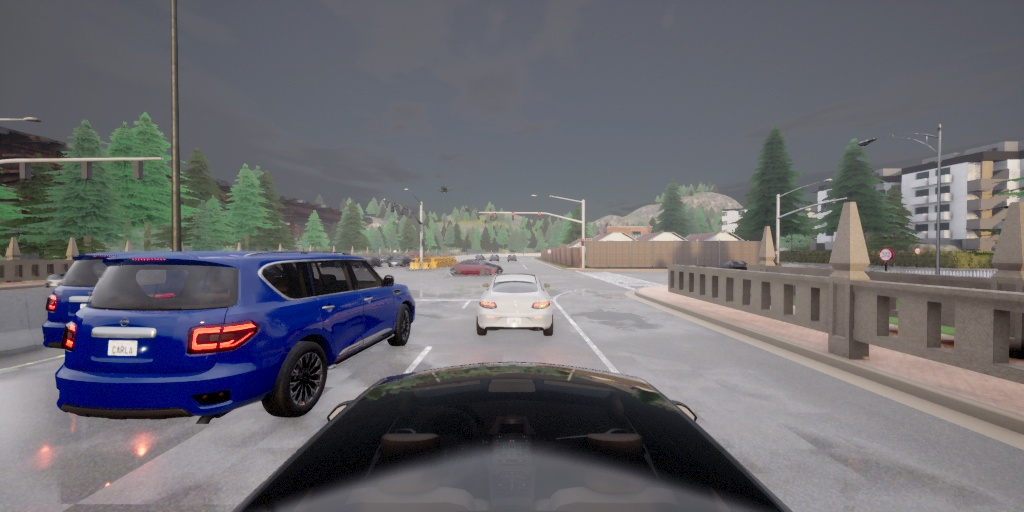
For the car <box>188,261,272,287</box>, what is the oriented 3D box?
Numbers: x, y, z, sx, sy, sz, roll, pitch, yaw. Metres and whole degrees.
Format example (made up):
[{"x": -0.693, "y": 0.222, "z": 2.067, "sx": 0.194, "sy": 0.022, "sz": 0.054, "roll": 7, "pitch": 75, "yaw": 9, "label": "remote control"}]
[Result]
[{"x": -17.622, "y": 1.071, "z": 22.704, "sx": 1.994, "sy": 1.385, "sz": 4.181, "roll": 0, "pitch": 1, "yaw": 0, "label": "car"}]

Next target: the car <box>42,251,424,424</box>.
[{"x": -3.487, "y": 0.934, "z": 6.073, "sx": 2.150, "sy": 2.045, "sz": 5.566, "roll": 0, "pitch": 1, "yaw": 4, "label": "car"}]

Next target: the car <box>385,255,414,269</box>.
[{"x": -14.084, "y": 0.710, "z": 45.097, "sx": 2.128, "sy": 1.511, "sz": 4.902, "roll": 0, "pitch": 1, "yaw": -1, "label": "car"}]

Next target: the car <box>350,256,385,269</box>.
[{"x": -17.644, "y": 0.779, "z": 44.097, "sx": 2.033, "sy": 1.411, "sz": 5.357, "roll": 0, "pitch": 1, "yaw": 0, "label": "car"}]

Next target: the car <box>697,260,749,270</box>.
[{"x": 18.037, "y": 1.014, "z": 29.982, "sx": 4.718, "sy": 1.301, "sz": 1.895, "roll": 0, "pitch": 1, "yaw": 2, "label": "car"}]

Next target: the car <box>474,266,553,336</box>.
[{"x": 0.110, "y": 1.195, "z": 9.993, "sx": 1.812, "sy": 1.442, "sz": 4.674, "roll": 0, "pitch": 1, "yaw": 2, "label": "car"}]

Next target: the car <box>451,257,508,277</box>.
[{"x": -2.871, "y": 0.989, "z": 29.075, "sx": 4.181, "sy": 1.385, "sz": 1.994, "roll": 0, "pitch": 1, "yaw": 20, "label": "car"}]

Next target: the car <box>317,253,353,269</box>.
[{"x": -21.143, "y": 0.596, "z": 43.094, "sx": 2.097, "sy": 1.767, "sz": 4.553, "roll": 0, "pitch": 1, "yaw": 0, "label": "car"}]
